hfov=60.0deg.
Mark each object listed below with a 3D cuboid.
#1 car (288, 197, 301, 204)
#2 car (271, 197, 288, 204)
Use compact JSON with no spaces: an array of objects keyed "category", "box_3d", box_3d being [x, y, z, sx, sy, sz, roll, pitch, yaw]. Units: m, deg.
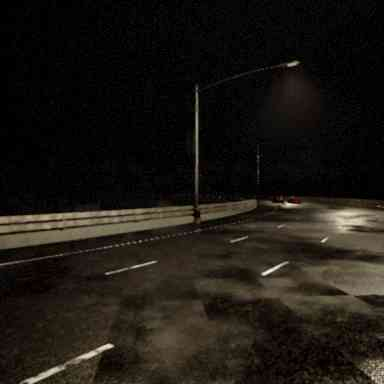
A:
[{"category":"car","box_3d":[20.397,1.714,66.605,1.994,1.385,4.181,0,0,4]},{"category":"car","box_3d":[16.825,1.630,65.565,2.128,1.511,4.902,0,0,5]}]
